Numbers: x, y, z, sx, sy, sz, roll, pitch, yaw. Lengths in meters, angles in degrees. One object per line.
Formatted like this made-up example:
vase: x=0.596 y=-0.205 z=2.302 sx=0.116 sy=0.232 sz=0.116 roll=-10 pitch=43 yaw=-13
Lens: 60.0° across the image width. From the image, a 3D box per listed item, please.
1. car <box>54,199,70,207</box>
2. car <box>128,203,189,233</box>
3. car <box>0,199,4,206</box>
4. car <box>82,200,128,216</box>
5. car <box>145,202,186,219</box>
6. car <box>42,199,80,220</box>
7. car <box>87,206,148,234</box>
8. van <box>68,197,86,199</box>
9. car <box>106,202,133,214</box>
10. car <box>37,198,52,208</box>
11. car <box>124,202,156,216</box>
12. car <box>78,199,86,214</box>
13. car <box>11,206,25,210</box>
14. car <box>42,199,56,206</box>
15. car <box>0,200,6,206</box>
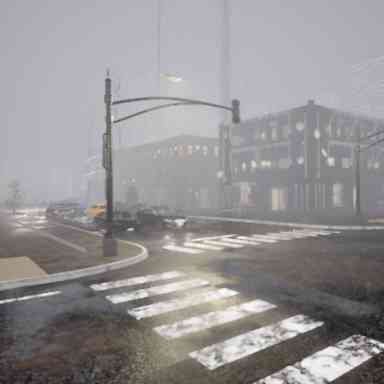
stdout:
car: x=-25.058 y=2.168 z=64.001 sx=1.887 sy=1.381 sz=4.507 roll=-2 pitch=0 yaw=-35
car: x=-2.034 y=1.666 z=21.537 sx=2.128 sy=1.511 sz=4.902 roll=-1 pitch=0 yaw=-34
car: x=-41.499 y=2.348 z=72.700 sx=1.967 sy=1.590 sz=4.097 roll=-2 pitch=0 yaw=-35
car: x=-7.826 y=1.766 z=29.692 sx=1.882 sy=1.535 sz=5.008 roll=-1 pitch=0 yaw=-35
car: x=-2.652 y=1.752 z=32.391 sx=2.008 sy=1.369 sz=4.403 roll=-2 pitch=0 yaw=-35
car: x=-12.692 y=1.817 z=32.058 sx=1.967 sy=1.590 sz=4.097 roll=-2 pitch=0 yaw=-35
car: x=-4.763 y=1.787 z=20.668 sx=1.947 sy=1.339 sz=4.313 roll=-2 pitch=0 yaw=-35
van: x=-18.662 y=1.847 z=54.969 sx=1.690 sy=1.788 sz=3.998 roll=-2 pitch=0 yaw=-35
car: x=-9.053 y=1.908 z=41.422 sx=1.802 sy=1.307 sz=4.206 roll=-2 pitch=0 yaw=-35
car: x=-26.818 y=2.143 z=62.008 sx=2.128 sy=1.511 sz=4.902 roll=-1 pitch=0 yaw=-35
car: x=-5.853 y=1.846 z=36.907 sx=1.802 sy=1.307 sz=4.206 roll=-2 pitch=0 yaw=-35
car: x=-13.643 y=1.879 z=37.914 sx=1.882 sy=1.535 sz=5.008 roll=-1 pitch=0 yaw=-35
car: x=-28.595 y=2.202 z=54.499 sx=1.752 sy=1.417 sz=4.829 roll=-2 pitch=0 yaw=-35
car: x=-31.460 y=2.303 z=73.033 sx=1.947 sy=1.339 sz=4.313 roll=-2 pitch=0 yaw=-35
car: x=-44.697 y=2.515 z=77.217 sx=2.008 sy=1.369 sz=4.403 roll=-2 pitch=0 yaw=-35
